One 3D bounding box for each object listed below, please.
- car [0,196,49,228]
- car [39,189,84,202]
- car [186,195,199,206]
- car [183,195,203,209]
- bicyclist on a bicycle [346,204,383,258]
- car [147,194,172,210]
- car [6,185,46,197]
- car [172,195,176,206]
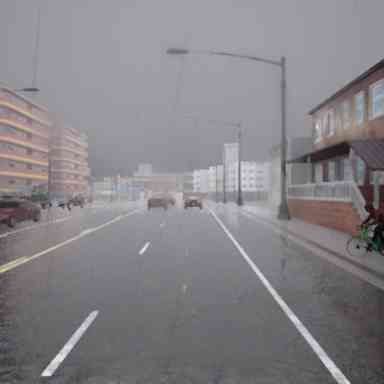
[{"bbox_3d":[-10.570,1.209,19.644,1.812,1.442,4.674,0,1,0],"label":"car"},{"bbox_3d":[-10.480,0.730,27.963,2.128,1.511,4.902,0,1,0],"label":"car"},{"bbox_3d":[0.057,1.199,47.490,1.812,1.442,4.674,0,-1,1],"label":"car"},{"bbox_3d":[0.133,1.055,35.382,1.812,1.442,4.674,0,0,0],"label":"car"},{"bbox_3d":[5.444,1.183,9.941,1.656,1.620,0.582,0,1,0],"label":"bicyclist on a bicycle"},{"bbox_3d":[-3.475,1.007,34.694,1.882,1.535,5.008,0,0,0],"label":"car"},{"bbox_3d":[-13.980,0.430,27.932,2.150,2.045,5.566,0,1,0],"label":"car"},{"bbox_3d":[-3.447,1.016,47.016,2.097,1.767,4.553,0,-1,0],"label":"car"}]
